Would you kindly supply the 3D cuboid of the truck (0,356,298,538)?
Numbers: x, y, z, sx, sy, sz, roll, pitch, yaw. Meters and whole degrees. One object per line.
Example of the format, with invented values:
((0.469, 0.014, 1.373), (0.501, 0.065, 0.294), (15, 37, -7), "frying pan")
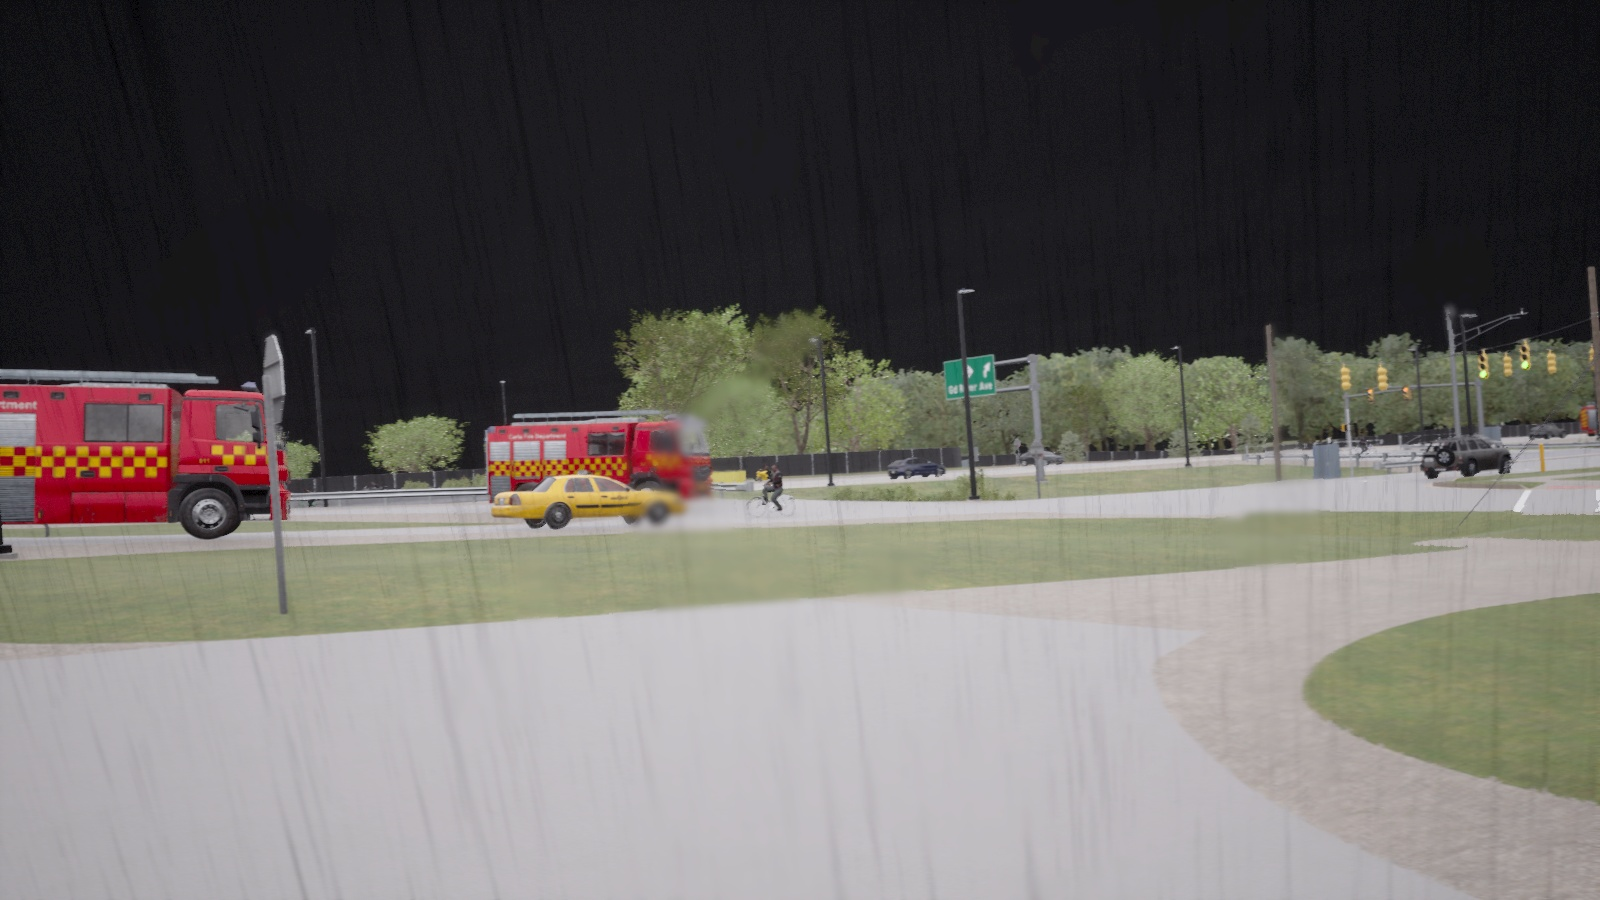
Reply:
((-15.957, 0.009, 28.369), (8.468, 3.827, 2.891), (1, -3, -20), "truck")

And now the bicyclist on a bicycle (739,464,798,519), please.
((-1.046, 1.356, 41.588), (1.843, 1.776, 0.659), (0, -2, -32), "bicyclist on a bicycle")

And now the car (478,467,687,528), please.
((-5.905, 1.279, 34.438), (5.366, 1.575, 1.801), (1, -2, -32), "car")

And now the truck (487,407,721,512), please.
((-7.573, 0.368, 48.692), (8.468, 3.827, 2.891), (-1, 1, 16), "truck")

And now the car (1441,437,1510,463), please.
((46.644, 0.014, 86.788), (1.789, 1.549, 3.705), (-3, 0, -35), "car")

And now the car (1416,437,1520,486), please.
((29.349, 0.501, 55.136), (4.605, 1.855, 1.932), (-3, -1, -33), "car")

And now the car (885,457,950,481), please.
((8.188, 1.298, 87.110), (4.193, 1.474, 1.816), (-2, -1, -33), "car")
